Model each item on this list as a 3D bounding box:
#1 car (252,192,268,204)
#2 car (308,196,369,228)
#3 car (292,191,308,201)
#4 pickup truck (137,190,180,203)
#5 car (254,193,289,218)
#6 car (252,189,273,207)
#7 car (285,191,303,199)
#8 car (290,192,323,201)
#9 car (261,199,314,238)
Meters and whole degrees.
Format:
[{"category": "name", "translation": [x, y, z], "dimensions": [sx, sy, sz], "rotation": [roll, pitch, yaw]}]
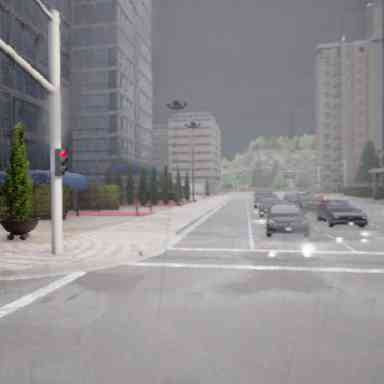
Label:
[{"category": "car", "translation": [9.352, 0.774, 45.974], "dimensions": [1.882, 1.535, 5.008], "rotation": [0, 1, 9]}, {"category": "car", "translation": [8.591, 1.200, 19.688], "dimensions": [2.033, 1.411, 5.357], "rotation": [0, 1, 9]}, {"category": "car", "translation": [17.927, 0.619, 55.247], "dimensions": [1.812, 1.442, 4.674], "rotation": [0, 1, 9]}, {"category": "pickup truck", "translation": [-4.251, 0.509, 44.033], "dimensions": [2.390, 2.098, 6.274], "rotation": [0, 1, 40]}, {"category": "car", "translation": [5.972, 1.107, 25.377], "dimensions": [1.837, 1.490, 4.892], "rotation": [0, 1, 9]}, {"category": "car", "translation": [7.676, 0.671, 35.638], "dimensions": [2.150, 2.045, 5.566], "rotation": [0, 1, 9]}, {"category": "car", "translation": [11.891, 0.848, 39.697], "dimensions": [2.128, 1.511, 4.902], "rotation": [0, 1, 9]}, {"category": "car", "translation": [10.176, 1.014, 29.401], "dimensions": [1.837, 1.490, 4.892], "rotation": [0, 1, 9]}, {"category": "car", "translation": [4.492, 1.262, 16.244], "dimensions": [1.812, 1.442, 4.674], "rotation": [0, 1, 11]}]
